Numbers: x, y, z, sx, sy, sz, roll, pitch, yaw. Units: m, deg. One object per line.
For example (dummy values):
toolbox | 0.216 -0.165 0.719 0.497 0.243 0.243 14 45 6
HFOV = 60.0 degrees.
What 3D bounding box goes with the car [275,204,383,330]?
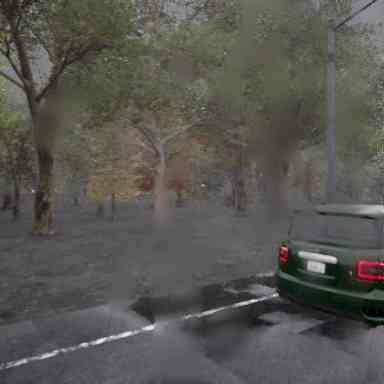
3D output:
car | 4.089 1.257 6.673 5.566 2.045 2.150 0 0 -36
